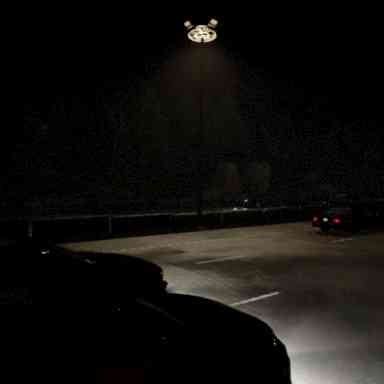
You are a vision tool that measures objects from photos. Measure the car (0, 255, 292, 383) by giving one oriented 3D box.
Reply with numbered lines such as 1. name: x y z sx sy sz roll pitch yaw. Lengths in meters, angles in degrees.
1. car: -1.017 1.564 3.021 4.181 1.385 1.994 0 0 -35

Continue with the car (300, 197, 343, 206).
1. car: 14.230 1.282 35.628 4.902 1.511 2.128 -1 0 -35

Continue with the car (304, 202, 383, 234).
1. car: 8.977 1.476 18.745 5.357 1.411 2.033 -1 0 -35

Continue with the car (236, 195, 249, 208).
1. car: 7.898 1.147 44.003 4.553 1.767 2.097 -1 0 -35

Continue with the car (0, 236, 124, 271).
1. car: -3.108 1.547 5.828 5.357 1.411 2.033 0 0 -35

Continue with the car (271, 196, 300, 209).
1. car: 11.860 1.287 38.236 4.902 1.511 2.128 -1 0 -35

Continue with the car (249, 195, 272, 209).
1. car: 9.827 1.288 41.084 4.902 1.511 2.128 -1 0 -35

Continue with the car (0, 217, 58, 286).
1. car: -6.031 1.505 8.043 4.892 1.490 1.837 0 0 -35
